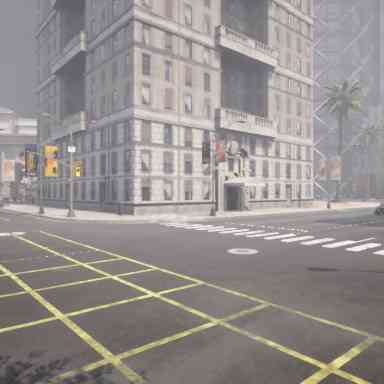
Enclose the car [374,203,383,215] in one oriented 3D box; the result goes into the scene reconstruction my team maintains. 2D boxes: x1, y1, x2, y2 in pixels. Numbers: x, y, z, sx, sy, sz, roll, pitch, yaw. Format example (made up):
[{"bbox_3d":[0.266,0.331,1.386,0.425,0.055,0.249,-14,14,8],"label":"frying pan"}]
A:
[{"bbox_3d":[19.268,1.564,32.012,4.181,1.385,1.994,0,0,-40],"label":"car"}]
